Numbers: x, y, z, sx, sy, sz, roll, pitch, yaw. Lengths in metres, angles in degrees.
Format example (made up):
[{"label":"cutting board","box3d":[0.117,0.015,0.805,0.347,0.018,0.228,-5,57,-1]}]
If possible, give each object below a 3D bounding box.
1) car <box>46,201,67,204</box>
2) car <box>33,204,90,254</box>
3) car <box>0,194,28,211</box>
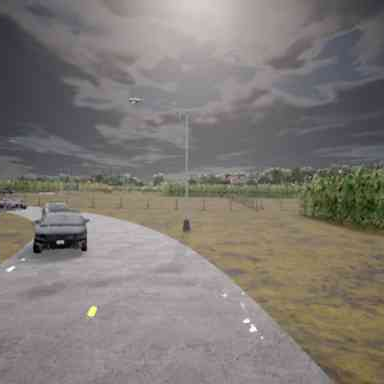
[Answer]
[{"label":"car","box3d":[-10.165,1.510,25.052,1.837,1.490,4.892,0,1,-30]},{"label":"car","box3d":[-5.442,1.513,14.122,1.882,1.535,5.008,0,0,-19]},{"label":"car","box3d":[-20.334,1.329,37.707,4.181,1.385,1.994,2,1,42]}]
